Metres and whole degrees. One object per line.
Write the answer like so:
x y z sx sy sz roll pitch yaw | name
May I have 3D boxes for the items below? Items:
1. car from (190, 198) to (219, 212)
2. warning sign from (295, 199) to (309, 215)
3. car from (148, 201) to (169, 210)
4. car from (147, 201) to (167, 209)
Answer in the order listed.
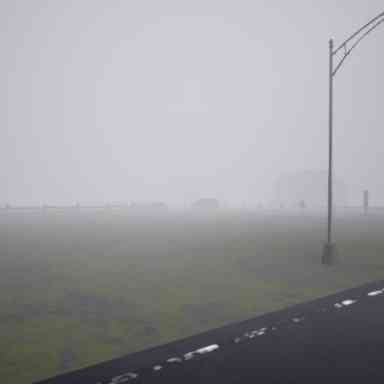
1.937 2.030 52.691 2.150 2.045 5.566 2 -2 -36 | car
13.564 1.816 40.930 1.300 1.860 1.060 3 -2 -36 | warning sign
-5.797 2.365 58.601 1.812 1.442 4.674 2 -2 -36 | car
-6.817 2.519 64.670 1.812 1.442 4.674 2 -2 -36 | car
